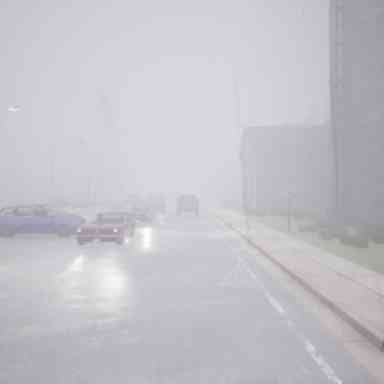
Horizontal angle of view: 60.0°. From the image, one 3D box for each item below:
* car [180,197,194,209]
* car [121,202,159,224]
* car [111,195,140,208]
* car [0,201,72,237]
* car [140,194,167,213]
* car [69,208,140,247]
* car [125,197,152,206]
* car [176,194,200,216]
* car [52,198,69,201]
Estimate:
[{"bbox_3d":[-0.643,1.515,46.489,1.882,1.535,5.008,0,0,0],"label":"car"},{"bbox_3d":[-3.862,1.684,25.542,1.895,1.301,4.718,0,0,-1],"label":"car"},{"bbox_3d":[-8.188,1.370,42.100,3.866,1.878,1.905,0,0,0],"label":"car"},{"bbox_3d":[-7.965,1.518,17.895,4.611,1.667,2.242,0,0,0],"label":"car"},{"bbox_3d":[-4.039,1.247,37.192,2.150,2.045,5.566,0,0,-1],"label":"car"},{"bbox_3d":[-3.810,1.624,15.423,1.895,1.301,4.718,0,0,-1],"label":"car"},{"bbox_3d":[-8.880,1.575,55.576,4.193,1.474,1.816,0,0,0],"label":"car"},{"bbox_3d":[-0.424,1.250,33.260,2.150,2.045,5.566,0,0,0],"label":"car"},{"bbox_3d":[-21.733,1.628,54.265,3.905,1.438,1.784,0,0,0],"label":"car"}]
